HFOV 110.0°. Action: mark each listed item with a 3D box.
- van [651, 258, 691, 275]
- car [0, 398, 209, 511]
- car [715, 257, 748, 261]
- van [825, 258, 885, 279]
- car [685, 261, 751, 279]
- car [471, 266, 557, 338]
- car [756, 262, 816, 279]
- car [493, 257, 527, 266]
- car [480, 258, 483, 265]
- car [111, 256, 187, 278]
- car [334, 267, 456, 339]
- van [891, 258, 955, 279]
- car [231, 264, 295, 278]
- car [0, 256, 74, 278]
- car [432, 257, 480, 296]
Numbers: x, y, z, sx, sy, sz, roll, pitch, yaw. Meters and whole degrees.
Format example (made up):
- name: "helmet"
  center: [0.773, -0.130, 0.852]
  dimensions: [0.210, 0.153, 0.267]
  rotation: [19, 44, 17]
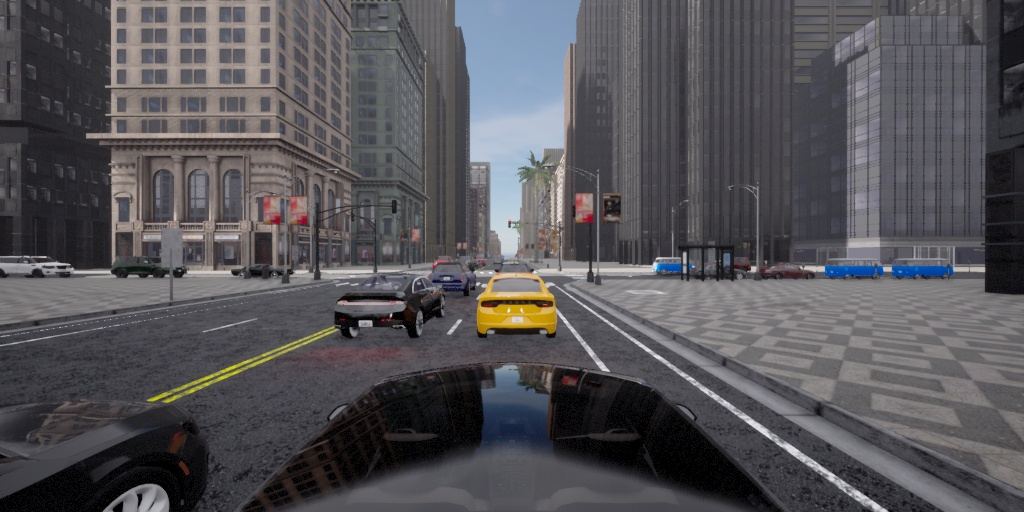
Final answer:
- name: "van"
  center: [17.120, 1.064, 38.371]
  dimensions: [3.998, 1.789, 1.690]
  rotation: [0, 0, 0]
- name: "car"
  center: [-3.151, 1.255, 0.623]
  dimensions: [1.837, 1.490, 4.892]
  rotation: [0, 0, 0]
- name: "car"
  center: [22.798, 1.034, 38.364]
  dimensions: [5.009, 1.841, 2.192]
  rotation: [0, 0, 0]
- name: "van"
  center: [28.467, 1.081, 29.833]
  dimensions: [3.998, 1.789, 1.690]
  rotation: [0, 0, 0]
- name: "car"
  center: [17.112, 1.298, 29.846]
  dimensions: [4.403, 1.370, 2.007]
  rotation: [0, 0, 0]
- name: "car"
  center: [0.110, 1.227, 10.229]
  dimensions: [1.882, 1.535, 5.008]
  rotation: [0, 0, 0]
- name: "car"
  center: [22.790, 1.326, 29.839]
  dimensions: [4.207, 1.307, 1.802]
  rotation: [0, 0, 0]
- name: "car"
  center: [0.126, 1.102, 19.302]
  dimensions: [2.097, 1.767, 4.553]
  rotation: [0, 0, 0]
- name: "car"
  center: [-6.495, 1.353, 60.304]
  dimensions: [1.895, 1.301, 4.718]
  rotation: [0, 0, 0]
- name: "car"
  center: [-33.016, 1.007, 32.671]
  dimensions: [5.566, 2.045, 2.150]
  rotation: [0, 0, 0]
- name: "car"
  center: [-3.139, 1.241, 10.139]
  dimensions: [2.128, 1.511, 4.902]
  rotation: [0, 0, 0]
- name: "van"
  center: [34.144, 1.079, 29.827]
  dimensions: [3.998, 1.789, 1.690]
  rotation: [0, 0, 0]
- name: "car"
  center: [-22.543, 1.375, 32.601]
  dimensions: [4.718, 1.301, 1.895]
  rotation: [0, 0, 0]
- name: "car"
  center: [-43.723, 1.021, 32.744]
  dimensions: [5.566, 2.045, 2.150]
  rotation: [0, 0, 0]
- name: "car"
  center: [-3.124, 1.102, 19.278]
  dimensions: [2.097, 1.767, 4.553]
  rotation: [0, 0, 0]
